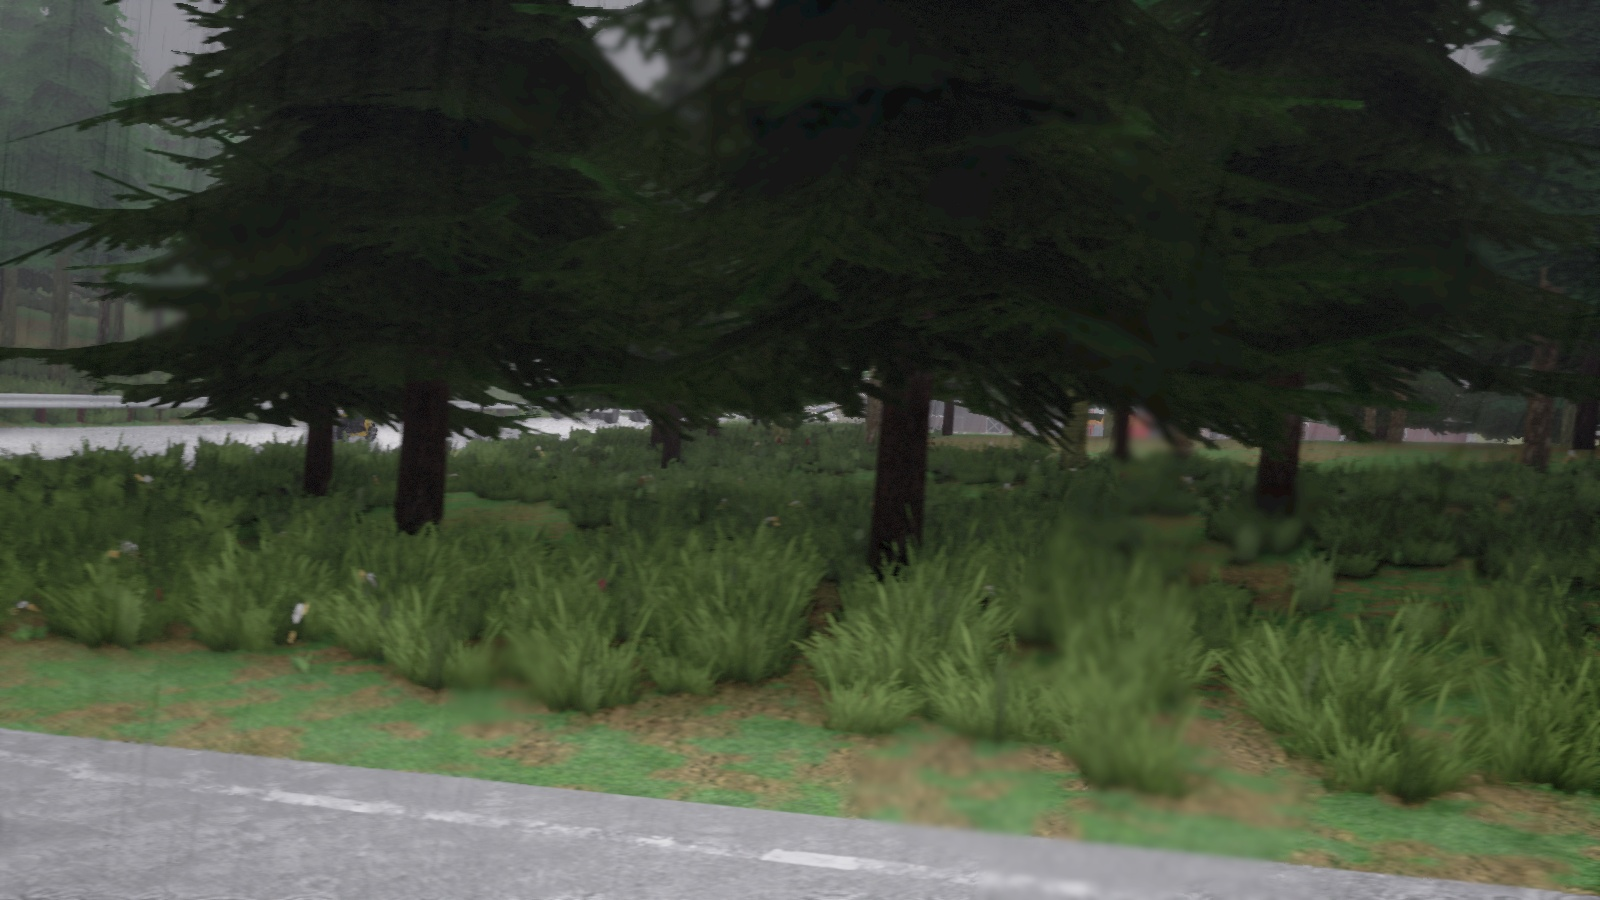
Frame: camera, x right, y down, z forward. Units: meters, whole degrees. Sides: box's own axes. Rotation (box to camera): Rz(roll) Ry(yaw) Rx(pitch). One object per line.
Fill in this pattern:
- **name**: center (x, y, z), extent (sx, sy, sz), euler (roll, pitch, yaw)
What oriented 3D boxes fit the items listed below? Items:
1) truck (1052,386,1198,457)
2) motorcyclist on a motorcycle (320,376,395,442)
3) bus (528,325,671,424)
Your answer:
- **truck**: center (20.701, -1.860, 80.517), extent (8.468, 3.827, 2.891), euler (5, 2, 8)
- **motorcyclist on a motorcycle**: center (-10.963, -1.007, 31.186), extent (0.797, 1.523, 2.044), euler (5, 2, 8)
- **bus**: center (-9.809, -3.642, 63.090), extent (3.944, 4.253, 10.273), euler (5, 2, 8)
